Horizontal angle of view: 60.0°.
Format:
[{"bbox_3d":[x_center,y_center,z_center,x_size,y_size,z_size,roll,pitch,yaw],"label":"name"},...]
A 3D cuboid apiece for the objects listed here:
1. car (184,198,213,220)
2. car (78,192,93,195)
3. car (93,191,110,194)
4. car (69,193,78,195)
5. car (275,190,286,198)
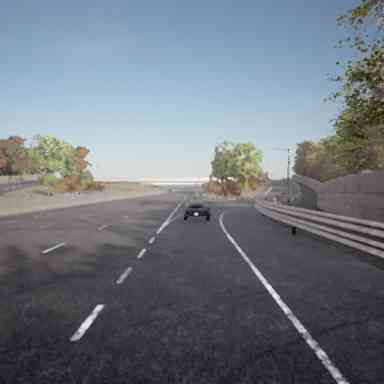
[{"bbox_3d":[0.517,1.260,25.420,1.837,1.490,4.892,-1,0,5],"label":"car"},{"bbox_3d":[-24.494,0.760,78.151,1.837,1.490,4.892,0,0,0],"label":"car"},{"bbox_3d":[-20.994,0.615,78.180,2.097,1.767,4.553,0,0,0],"label":"car"},{"bbox_3d":[-27.994,0.856,78.122,1.895,1.301,4.718,0,0,0],"label":"car"},{"bbox_3d":[22.845,1.003,86.786,2.128,1.511,4.902,0,3,20],"label":"car"}]
